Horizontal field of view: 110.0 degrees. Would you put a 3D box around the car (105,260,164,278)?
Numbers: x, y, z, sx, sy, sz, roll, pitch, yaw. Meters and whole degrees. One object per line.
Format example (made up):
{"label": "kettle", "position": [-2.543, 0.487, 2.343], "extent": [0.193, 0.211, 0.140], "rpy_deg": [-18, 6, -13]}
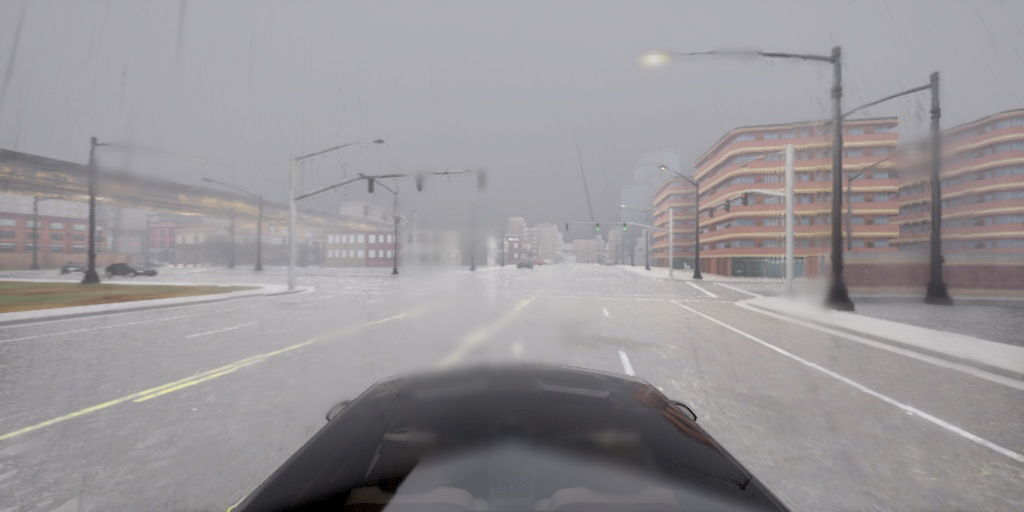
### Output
{"label": "car", "position": [-37.651, 1.392, 35.488], "extent": [4.892, 1.490, 1.837], "rpy_deg": [0, 0, 12]}
